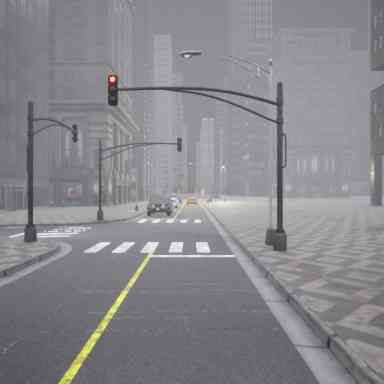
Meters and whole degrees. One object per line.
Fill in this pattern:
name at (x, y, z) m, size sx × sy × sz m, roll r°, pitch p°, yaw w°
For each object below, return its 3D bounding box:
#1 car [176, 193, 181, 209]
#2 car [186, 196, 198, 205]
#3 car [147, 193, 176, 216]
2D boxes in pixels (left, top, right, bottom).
car at (-3.088, 1.229, 46.567) m, size 2.150 × 2.045 × 5.566 m, roll 0°, pitch 0°, yaw 0°
car at (0.007, 1.489, 57.641) m, size 1.882 × 1.535 × 5.008 m, roll 0°, pitch 0°, yaw 0°
car at (-3.091, 1.221, 32.962) m, size 2.150 × 2.045 × 5.566 m, roll 0°, pitch 0°, yaw 0°
